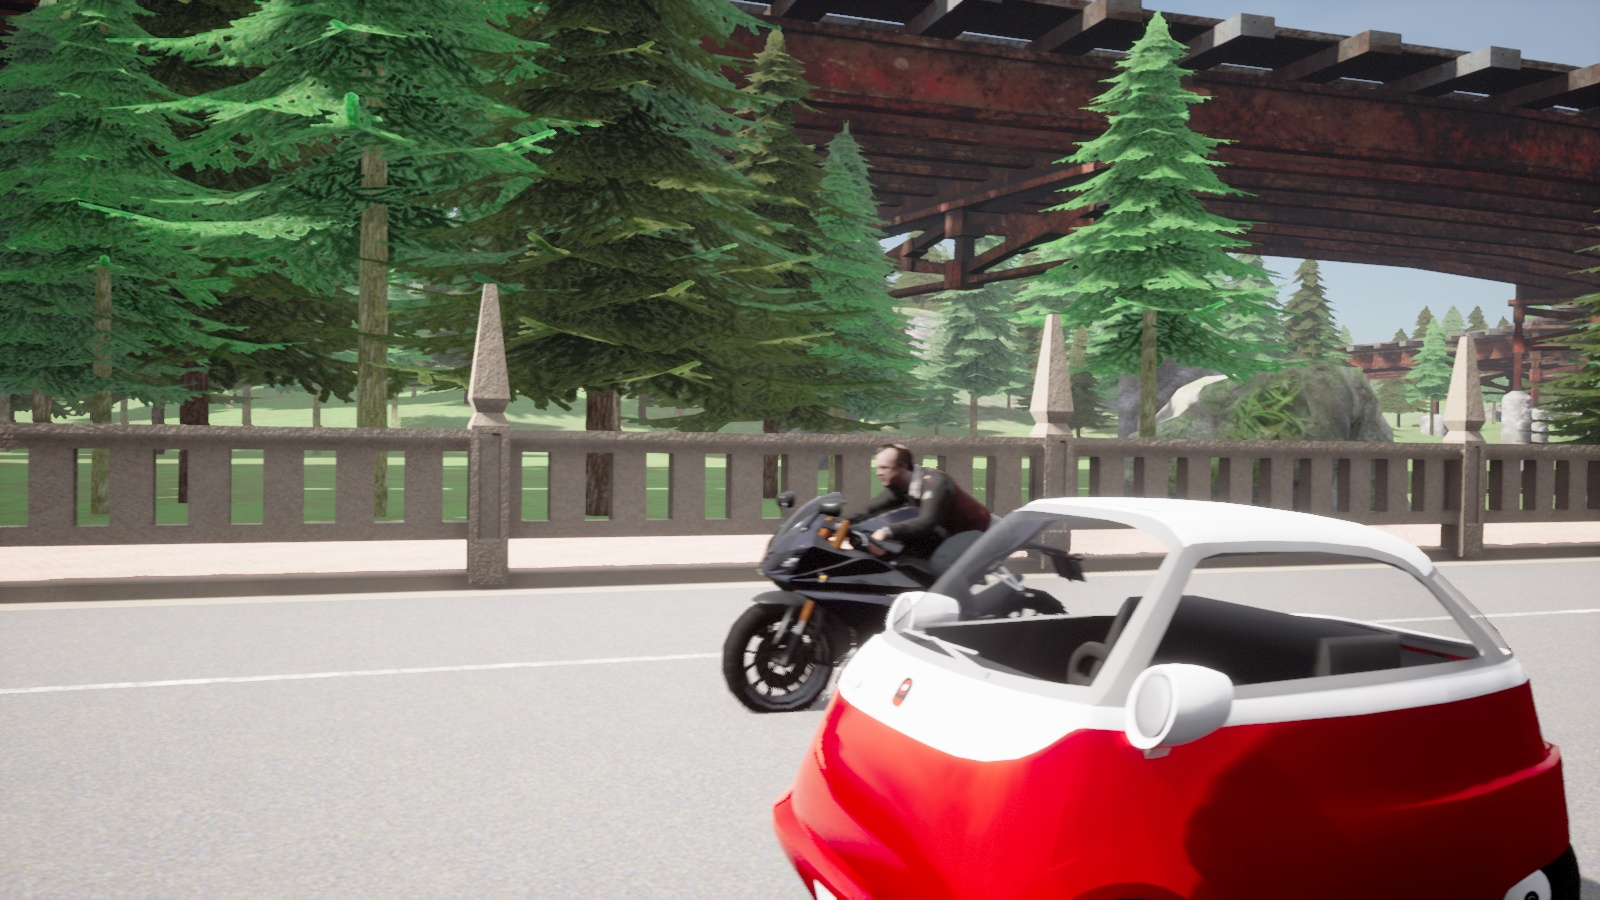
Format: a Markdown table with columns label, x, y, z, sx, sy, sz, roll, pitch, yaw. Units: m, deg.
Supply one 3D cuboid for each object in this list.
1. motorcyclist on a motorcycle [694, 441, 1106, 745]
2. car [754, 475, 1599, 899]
| label | x | y | z | sx | sy | sz | roll | pitch | yaw |
| --- | --- | --- | --- | --- | --- | --- | --- | --- | --- |
| motorcyclist on a motorcycle | 0.573 | 0.728 | 7.201 | 2.191 | 1.530 | 0.866 | -1 | 1 | -21 |
| car | 1.151 | 0.795 | 3.678 | 2.207 | 1.376 | 1.481 | 0 | 1 | -21 |
